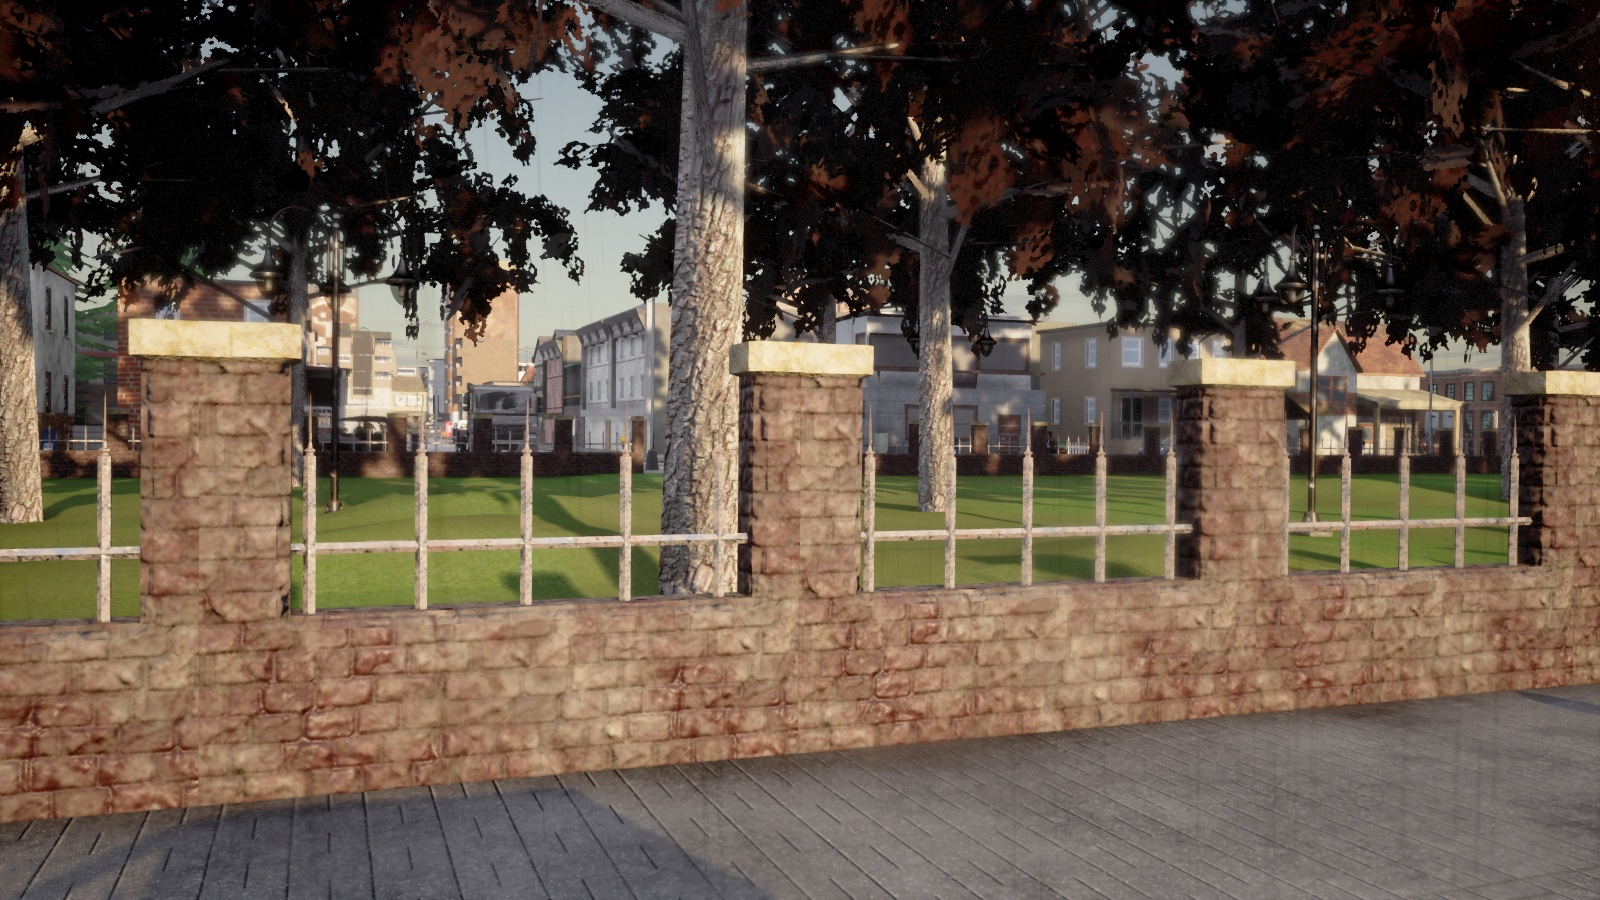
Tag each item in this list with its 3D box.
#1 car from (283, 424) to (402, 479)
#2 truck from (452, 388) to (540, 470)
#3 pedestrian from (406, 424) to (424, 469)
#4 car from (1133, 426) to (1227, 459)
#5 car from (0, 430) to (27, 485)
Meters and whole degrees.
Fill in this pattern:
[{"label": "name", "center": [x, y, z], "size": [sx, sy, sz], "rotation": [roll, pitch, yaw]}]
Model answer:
[{"label": "car", "center": [-16.721, 0.028, 45.905], "size": [3.866, 1.878, 1.905], "rotation": [-1, 1, -27]}, {"label": "truck", "center": [-14.017, -0.966, 57.370], "size": [2.891, 3.462, 7.936], "rotation": [-1, 1, -21]}, {"label": "pedestrian", "center": [-15.779, -0.162, 51.478], "size": [0.345, 1.836, 0.594], "rotation": [0, 1, 30]}, {"label": "car", "center": [17.850, -0.389, 59.012], "size": [3.806, 1.475, 1.970], "rotation": [-1, 1, -21]}, {"label": "car", "center": [-26.395, 0.246, 37.824], "size": [5.027, 1.651, 2.152], "rotation": [-1, 1, -24]}]
